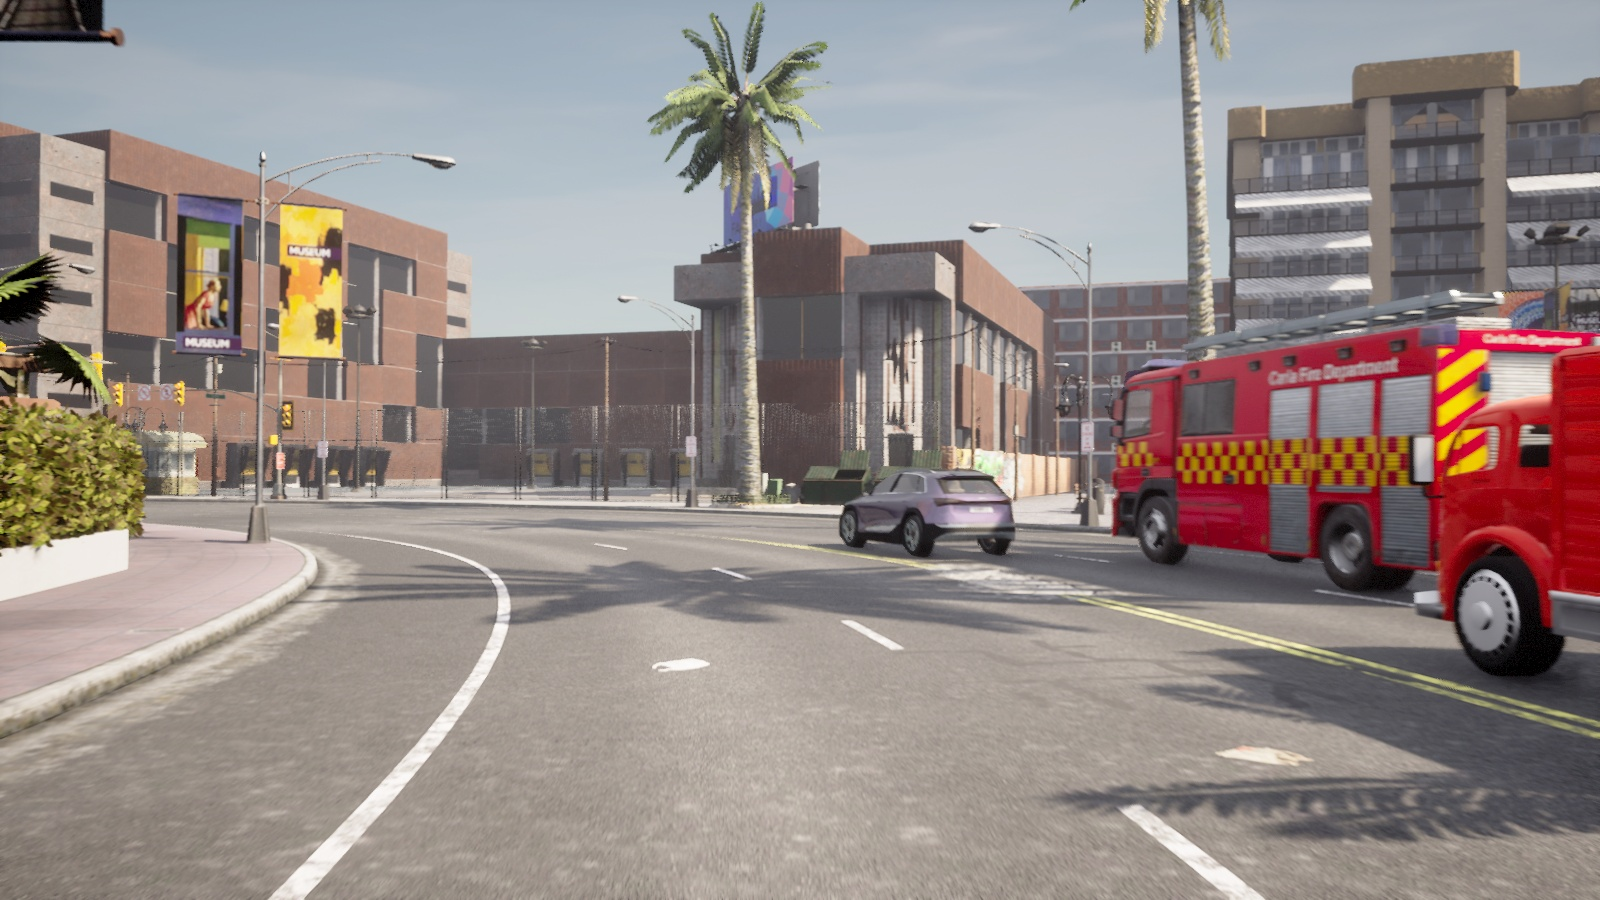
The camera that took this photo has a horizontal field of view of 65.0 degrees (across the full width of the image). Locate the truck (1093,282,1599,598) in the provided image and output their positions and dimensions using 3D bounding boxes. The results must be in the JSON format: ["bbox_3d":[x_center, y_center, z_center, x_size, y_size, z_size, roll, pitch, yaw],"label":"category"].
[{"bbox_3d":[7.876,-0.054,19.670,2.891,3.827,8.468,0,-1,-13],"label":"truck"}]

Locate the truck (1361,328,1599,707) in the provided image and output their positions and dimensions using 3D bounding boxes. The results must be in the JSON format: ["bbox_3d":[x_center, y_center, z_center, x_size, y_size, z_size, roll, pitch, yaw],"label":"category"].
[{"bbox_3d":[6.488,0.443,8.506,2.627,2.467,5.204,0,-1,-6],"label":"truck"}]

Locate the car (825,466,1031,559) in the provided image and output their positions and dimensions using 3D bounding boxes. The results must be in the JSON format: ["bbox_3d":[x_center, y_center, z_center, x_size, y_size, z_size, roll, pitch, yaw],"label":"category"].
[{"bbox_3d":[2.383,1.150,24.827,2.033,1.649,4.856,0,-1,-22],"label":"car"}]
